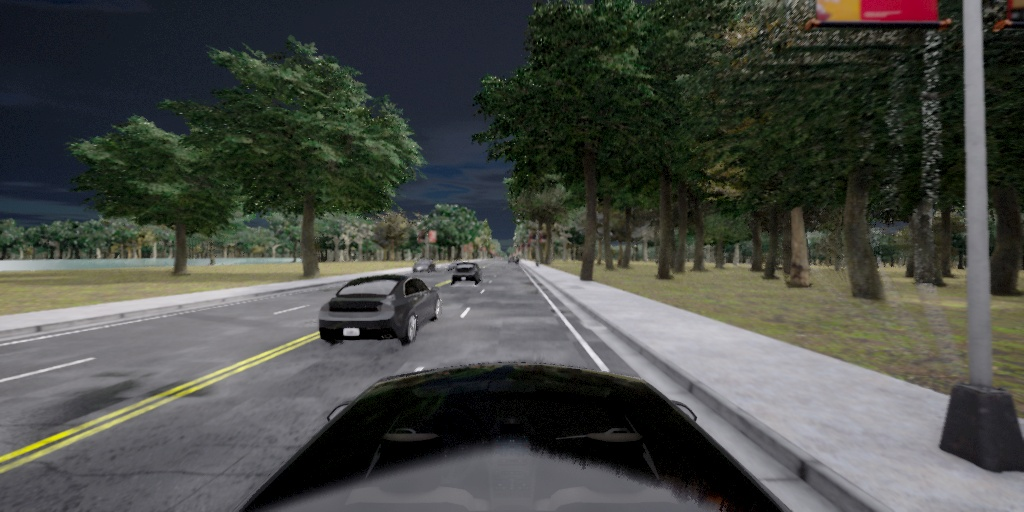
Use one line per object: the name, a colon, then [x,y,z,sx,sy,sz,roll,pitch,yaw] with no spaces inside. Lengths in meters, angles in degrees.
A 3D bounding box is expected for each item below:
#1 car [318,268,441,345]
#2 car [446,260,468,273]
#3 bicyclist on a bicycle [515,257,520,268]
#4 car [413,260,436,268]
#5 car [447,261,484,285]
car: [-3.150,1.237,9.453,1.837,1.490,4.892,0,0,0]
car: [-6.574,1.238,43.523,1.994,1.385,4.181,0,0,0]
bicyclist on a bicycle: [0.899,1.030,54.415,0.659,1.776,1.843,0,0,0]
car: [-9.832,1.170,40.486,2.128,1.511,4.902,0,0,0]
car: [-3.148,1.205,25.709,1.837,1.490,4.892,0,0,0]
